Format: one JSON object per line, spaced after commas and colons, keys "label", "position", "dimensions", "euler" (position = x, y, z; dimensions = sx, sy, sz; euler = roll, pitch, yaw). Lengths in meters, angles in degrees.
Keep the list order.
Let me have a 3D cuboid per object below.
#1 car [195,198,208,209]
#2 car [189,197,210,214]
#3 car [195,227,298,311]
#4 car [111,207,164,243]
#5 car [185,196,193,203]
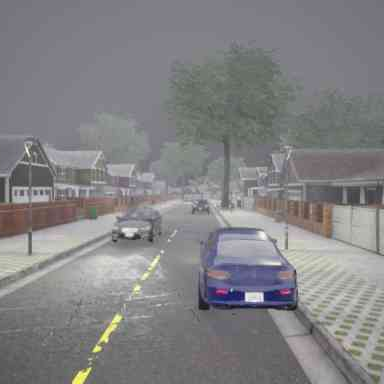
{"label": "car", "position": [1.329, 1.566, 46.475], "dimensions": [1.812, 1.442, 4.674], "euler": [0, 0, 2]}
{"label": "car", "position": [0.992, 1.548, 36.253], "dimensions": [1.812, 1.442, 4.674], "euler": [0, 0, 3]}
{"label": "car", "position": [1.059, 1.525, 7.646], "dimensions": [1.812, 1.442, 4.674], "euler": [0, 0, 1]}
{"label": "car", "position": [-2.500, 1.492, 16.110], "dimensions": [2.128, 1.511, 4.902], "euler": [0, 0, 2]}
{"label": "car", "position": [-0.576, 1.621, 75.190], "dimensions": [2.128, 1.511, 4.902], "euler": [0, 0, 2]}
